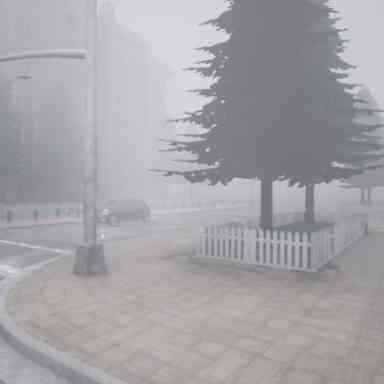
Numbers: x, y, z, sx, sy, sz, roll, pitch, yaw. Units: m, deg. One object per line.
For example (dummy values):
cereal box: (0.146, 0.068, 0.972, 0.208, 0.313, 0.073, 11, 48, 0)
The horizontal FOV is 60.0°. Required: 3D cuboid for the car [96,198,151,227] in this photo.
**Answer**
car: (-4.762, 1.199, 21.848, 2.097, 1.767, 4.553, 1, 0, 34)
